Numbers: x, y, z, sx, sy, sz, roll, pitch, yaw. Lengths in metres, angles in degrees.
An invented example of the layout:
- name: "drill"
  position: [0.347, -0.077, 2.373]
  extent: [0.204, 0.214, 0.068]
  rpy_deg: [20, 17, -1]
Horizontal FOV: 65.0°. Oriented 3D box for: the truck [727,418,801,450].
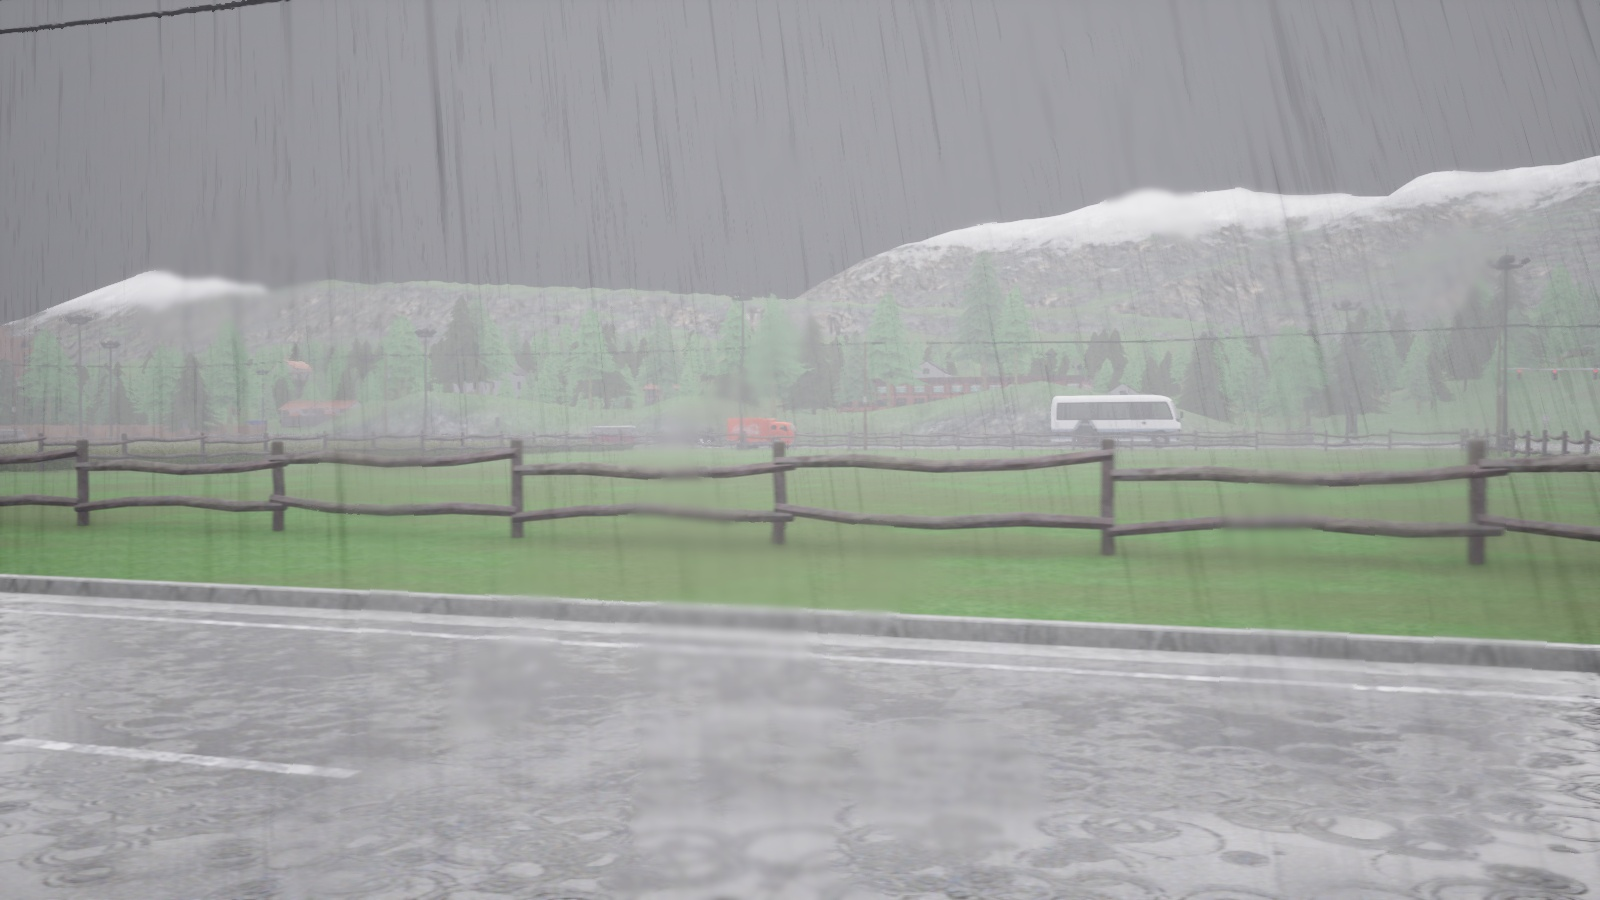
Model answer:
- name: "truck"
  position: [-2.812, -1.253, 98.779]
  extent: [5.204, 2.467, 2.627]
  rpy_deg: [1, 1, 18]
